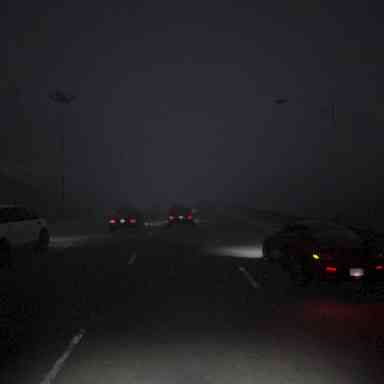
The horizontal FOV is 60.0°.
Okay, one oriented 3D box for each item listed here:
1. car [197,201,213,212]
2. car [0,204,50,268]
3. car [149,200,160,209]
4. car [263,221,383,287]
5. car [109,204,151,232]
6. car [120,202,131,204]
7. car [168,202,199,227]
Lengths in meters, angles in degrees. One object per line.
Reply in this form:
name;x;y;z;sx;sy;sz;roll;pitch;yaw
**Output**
car;1.655;1.854;44.100;1.994;1.385;4.181;-1;0;-4
car;-7.263;1.464;12.320;2.150;2.045;5.566;-1;0;-3
car;-6.146;2.077;54.605;2.033;1.411;5.357;-1;0;-5
car;3.348;1.525;9.257;1.812;1.442;4.674;-1;0;-2
car;-4.224;1.799;22.287;2.033;1.411;5.357;-1;0;-2
car;-8.849;2.058;44.385;2.033;1.411;5.357;-1;0;-5
car;-0.808;1.744;24.341;2.033;1.411;5.357;-1;0;-2
